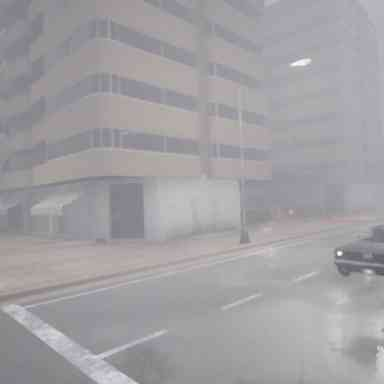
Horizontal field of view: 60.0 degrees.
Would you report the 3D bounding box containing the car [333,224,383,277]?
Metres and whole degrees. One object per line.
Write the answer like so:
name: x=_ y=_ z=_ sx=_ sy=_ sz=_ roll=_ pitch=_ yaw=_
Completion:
car: x=5.972 y=1.663 z=9.847 sx=4.718 sy=1.301 sz=1.895 roll=-1 pitch=-2 yaw=-44
